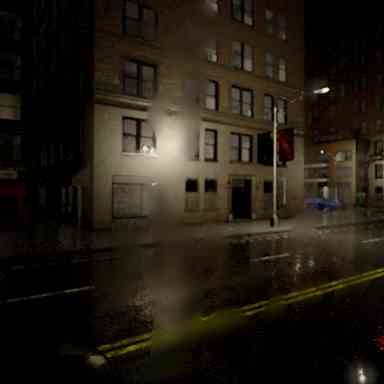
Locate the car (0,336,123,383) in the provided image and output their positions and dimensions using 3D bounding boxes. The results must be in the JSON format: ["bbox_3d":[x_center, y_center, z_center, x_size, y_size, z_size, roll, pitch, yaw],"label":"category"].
[{"bbox_3d":[-2.584,1.522,1.584,4.674,1.442,1.812,0,0,-36],"label":"car"}]

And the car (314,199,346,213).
[{"bbox_3d":[14.935,1.565,39.221,1.882,1.535,5.008,0,0,-35],"label":"car"}]

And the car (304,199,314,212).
[{"bbox_3d":[11.732,1.510,39.346,1.967,1.590,4.097,0,0,-35],"label":"car"}]
